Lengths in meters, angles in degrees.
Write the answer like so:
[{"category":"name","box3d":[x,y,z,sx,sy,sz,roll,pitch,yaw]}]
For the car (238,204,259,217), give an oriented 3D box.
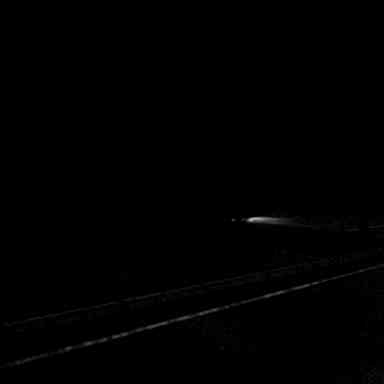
[{"category":"car","box3d":[4.495,1.770,32.670,1.994,1.385,4.181,0,-1,-41]}]
